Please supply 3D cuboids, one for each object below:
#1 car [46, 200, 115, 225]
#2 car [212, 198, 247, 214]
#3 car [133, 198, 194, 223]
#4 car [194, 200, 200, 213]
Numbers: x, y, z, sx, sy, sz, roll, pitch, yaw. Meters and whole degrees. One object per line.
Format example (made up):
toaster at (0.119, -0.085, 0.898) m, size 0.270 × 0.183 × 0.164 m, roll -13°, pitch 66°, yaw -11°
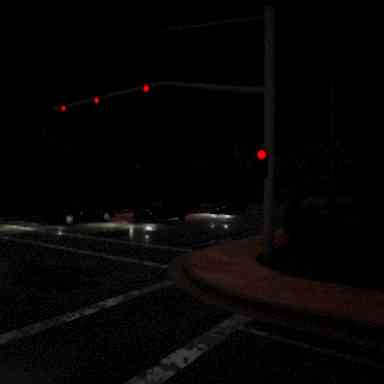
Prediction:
car at (-7.807, 1.370, 23.602) m, size 1.882 × 1.535 × 5.008 m, roll 0°, pitch 0°, yaw 36°
car at (3.882, 1.416, 33.838) m, size 1.837 × 1.490 × 4.892 m, roll 0°, pitch 0°, yaw 36°
car at (-2.289, 1.389, 25.288) m, size 1.882 × 1.535 × 5.008 m, roll 0°, pitch 0°, yaw 36°
car at (-1.067, 1.396, 32.975) m, size 1.837 × 1.490 × 4.892 m, roll 0°, pitch 1°, yaw 36°
